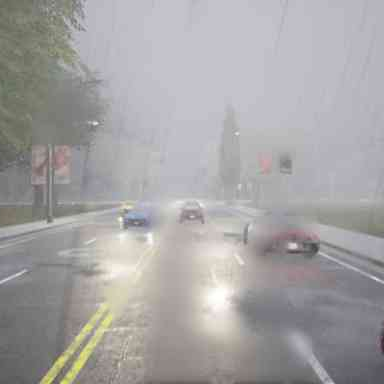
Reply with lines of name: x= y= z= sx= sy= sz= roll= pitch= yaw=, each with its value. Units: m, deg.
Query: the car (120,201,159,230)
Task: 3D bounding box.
car: x=-3.326 y=1.621 z=22.523 sx=1.882 sy=1.535 sz=5.008 roll=0 pitch=0 yaw=0

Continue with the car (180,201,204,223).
car: x=0.007 y=1.700 z=27.121 sx=1.812 sy=1.442 sz=4.674 roll=0 pitch=-1 yaw=0

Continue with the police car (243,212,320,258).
police car: x=3.258 y=1.588 z=13.226 sx=2.038 sy=1.542 sz=4.974 roll=0 pitch=0 yaw=0

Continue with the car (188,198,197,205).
car: x=0.043 y=2.025 z=72.021 sx=1.812 sy=1.442 sz=4.674 roll=0 pitch=0 yaw=0

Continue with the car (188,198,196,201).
car: x=0.119 y=1.894 z=44.791 sx=1.895 sy=1.301 sz=4.718 roll=0 pitch=0 yaw=0

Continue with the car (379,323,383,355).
car: x=3.252 y=1.540 z=2.225 sx=1.812 sy=1.442 sz=4.674 roll=0 pitch=0 yaw=0
